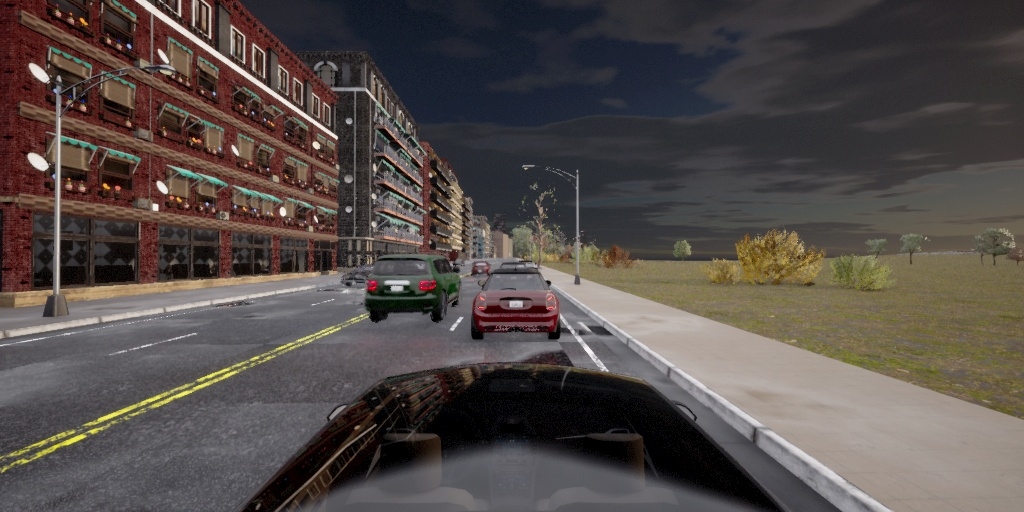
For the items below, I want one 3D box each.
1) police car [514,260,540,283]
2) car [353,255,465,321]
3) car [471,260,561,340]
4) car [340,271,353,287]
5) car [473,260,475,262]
[{"bbox_3d":[1.109,1.179,29.446,1.930,1.638,5.238,0,0,0],"label":"police car"},{"bbox_3d":[-3.163,0.975,12.515,2.150,2.045,5.566,0,0,0],"label":"car"},{"bbox_3d":[0.083,1.103,10.179,2.097,1.767,4.553,0,0,0],"label":"car"},{"bbox_3d":[-9.873,1.301,25.012,2.033,1.411,5.357,0,0,0],"label":"car"},{"bbox_3d":[-3.188,1.279,37.893,1.812,1.442,4.674,0,0,0],"label":"car"}]
